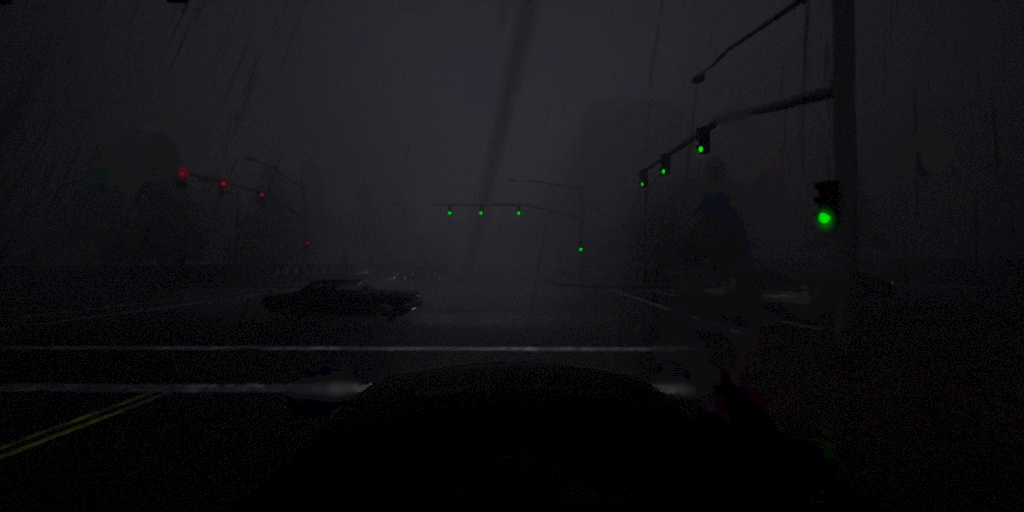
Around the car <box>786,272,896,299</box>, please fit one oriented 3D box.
[{"bbox_3d":[17.607,1.508,19.090,4.181,1.385,1.994,0,-1,1],"label":"car"}]

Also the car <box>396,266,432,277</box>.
[{"bbox_3d":[-9.819,1.675,35.652,2.033,1.411,5.357,0,-1,1],"label":"car"}]

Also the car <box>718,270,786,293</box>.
[{"bbox_3d":[15.404,1.548,22.612,4.181,1.385,1.994,0,-1,1],"label":"car"}]

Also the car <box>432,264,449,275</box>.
[{"bbox_3d":[-9.685,1.809,47.852,2.033,1.411,5.357,0,-1,1],"label":"car"}]

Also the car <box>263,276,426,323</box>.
[{"bbox_3d":[-5.557,1.471,12.222,4.718,1.301,1.895,0,-1,1],"label":"car"}]
